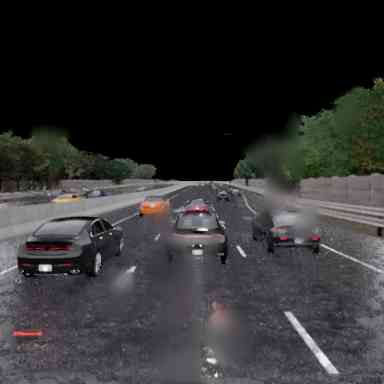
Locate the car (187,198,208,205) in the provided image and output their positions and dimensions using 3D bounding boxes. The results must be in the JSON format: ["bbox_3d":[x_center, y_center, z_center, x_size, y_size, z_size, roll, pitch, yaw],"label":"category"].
[{"bbox_3d":[0.501,1.250,29.364,1.994,1.385,4.181,0,1,1],"label":"car"}]

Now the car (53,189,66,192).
[{"bbox_3d":[-22.535,0.361,56.129,2.097,1.767,4.553,0,2,0],"label":"car"}]

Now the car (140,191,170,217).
[{"bbox_3d":[-3.033,1.068,28.085,2.097,1.767,4.553,0,1,1],"label":"car"}]

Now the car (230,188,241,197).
[{"bbox_3d":[8.696,0.153,66.467,1.812,1.442,4.674,0,2,4],"label":"car"}]

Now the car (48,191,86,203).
[{"bbox_3d":[-13.514,1.015,35.951,1.882,1.535,5.008,0,1,2],"label":"car"}]

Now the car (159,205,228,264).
[{"bbox_3d":[0.177,1.446,11.713,2.128,1.511,4.902,0,0,1],"label":"car"}]

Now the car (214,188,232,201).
[{"bbox_3d":[4.662,0.618,51.367,1.837,1.490,4.892,0,2,2],"label":"car"}]

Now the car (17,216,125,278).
[{"bbox_3d":[-3.339,1.472,10.034,1.837,1.490,4.892,0,0,1],"label":"car"}]

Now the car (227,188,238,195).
[{"bbox_3d":[9.267,-0.180,76.404,1.994,1.385,4.181,0,2,3],"label":"car"}]

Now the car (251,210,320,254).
[{"bbox_3d":[3.558,1.423,13.177,1.812,1.442,4.674,0,1,1],"label":"car"}]

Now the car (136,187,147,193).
[{"bbox_3d":[-11.704,-0.273,77.529,1.882,1.535,5.008,0,2,3],"label":"car"}]

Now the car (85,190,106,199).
[{"bbox_3d":[-16.156,0.502,56.923,1.812,1.442,4.674,0,2,3],"label":"car"}]
